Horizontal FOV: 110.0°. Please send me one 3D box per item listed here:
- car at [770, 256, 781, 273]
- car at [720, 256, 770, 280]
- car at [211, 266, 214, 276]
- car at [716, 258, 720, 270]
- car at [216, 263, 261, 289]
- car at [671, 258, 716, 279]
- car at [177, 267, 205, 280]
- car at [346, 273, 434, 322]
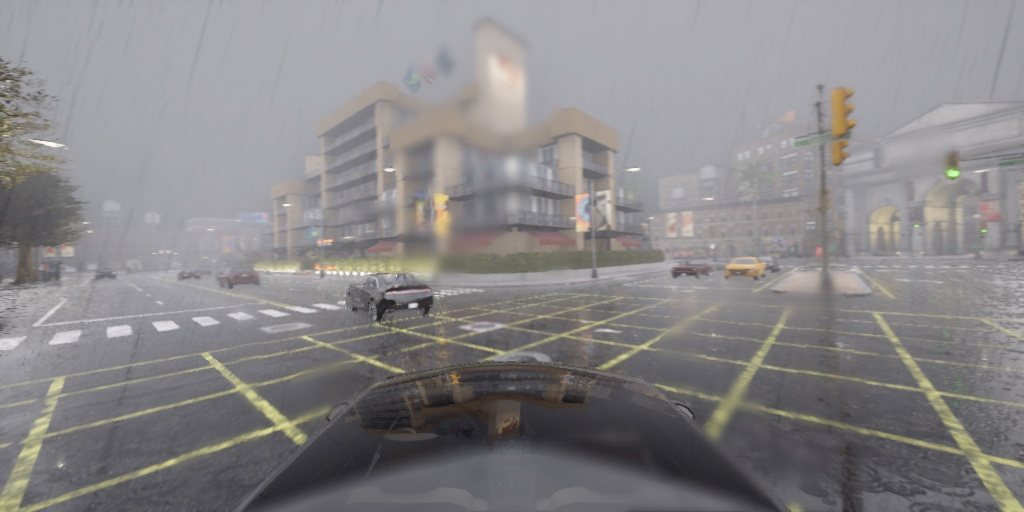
[{"bbox_3d":[22.769,0.696,32.379,1.812,1.442,4.674,-1,0,42],"label":"car"},{"bbox_3d":[16.563,0.806,25.399,1.882,1.535,5.008,-1,0,42],"label":"car"},{"bbox_3d":[-37.186,2.245,46.957,5.357,1.411,2.033,-1,0,41],"label":"car"},{"bbox_3d":[20.004,0.842,34.532,1.895,1.301,4.718,-1,0,42],"label":"car"},{"bbox_3d":[-22.419,1.673,29.426,4.553,1.767,2.097,-1,0,42],"label":"car"},{"bbox_3d":[13.922,0.996,27.685,1.895,1.301,4.718,-1,0,42],"label":"car"},{"bbox_3d":[-41.464,2.407,46.085,4.718,1.301,1.895,-1,0,42],"label":"car"},{"bbox_3d":[-4.564,1.358,13.003,2.128,1.511,4.902,-1,0,-38],"label":"car"}]
